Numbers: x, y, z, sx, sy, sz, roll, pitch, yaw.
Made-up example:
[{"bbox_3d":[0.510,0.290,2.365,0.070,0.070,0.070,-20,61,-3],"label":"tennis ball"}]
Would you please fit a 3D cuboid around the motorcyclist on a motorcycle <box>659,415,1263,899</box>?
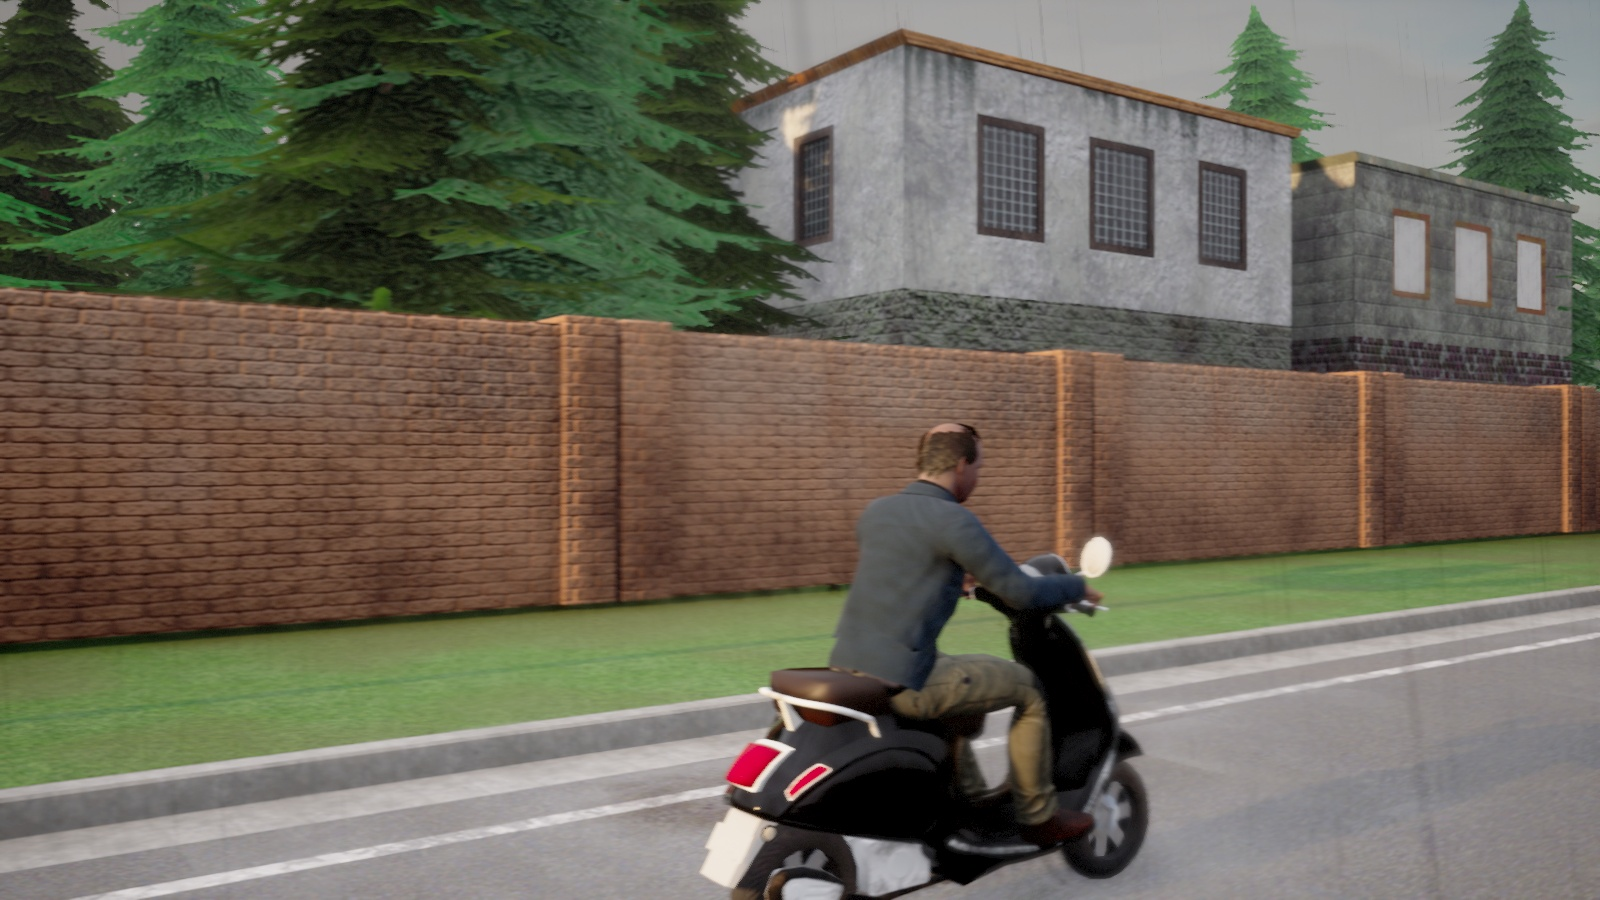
[{"bbox_3d":[0.557,0.707,4.047,1.817,1.590,0.866,0,0,-35],"label":"motorcyclist on a motorcycle"}]
